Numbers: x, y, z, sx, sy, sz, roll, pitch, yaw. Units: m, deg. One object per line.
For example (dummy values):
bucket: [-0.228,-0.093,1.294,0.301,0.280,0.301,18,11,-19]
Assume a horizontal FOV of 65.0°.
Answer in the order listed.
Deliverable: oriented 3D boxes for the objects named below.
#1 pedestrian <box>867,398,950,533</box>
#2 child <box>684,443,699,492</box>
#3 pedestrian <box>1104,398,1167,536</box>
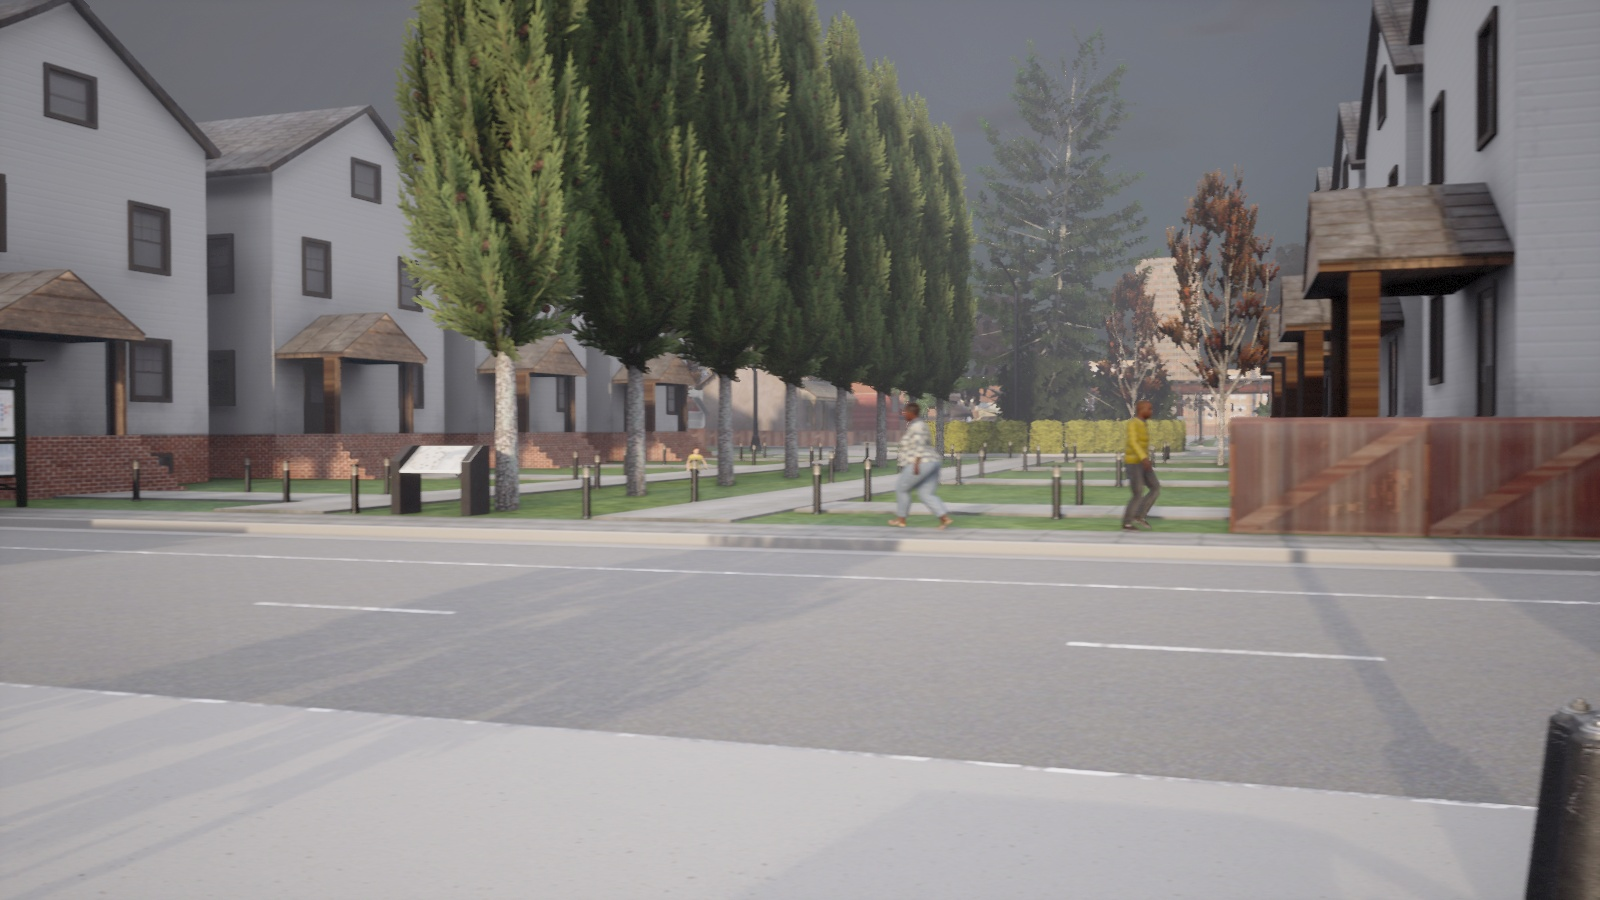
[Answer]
pedestrian: [1.542,0.201,17.749,0.900,1.855,0.874,1,1,27]
child: [-2.483,0.396,28.762,0.255,1.110,0.394,0,1,-17]
pedestrian: [4.543,0.222,17.016,0.726,1.835,0.370,1,1,40]
